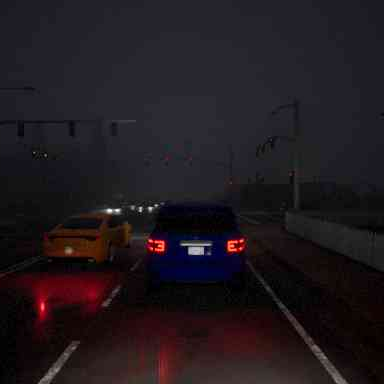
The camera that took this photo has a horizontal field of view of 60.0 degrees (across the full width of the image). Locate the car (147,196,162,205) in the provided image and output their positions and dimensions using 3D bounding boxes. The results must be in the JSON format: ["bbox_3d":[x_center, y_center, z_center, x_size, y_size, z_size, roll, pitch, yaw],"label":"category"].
[{"bbox_3d":[-6.885,1.547,61.238,2.033,1.411,5.357,0,0,1],"label":"car"}]

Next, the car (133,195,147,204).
[{"bbox_3d":[-10.328,1.477,66.152,1.882,1.535,5.008,0,0,0],"label":"car"}]

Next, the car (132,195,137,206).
[{"bbox_3d":[-10.416,1.352,56.178,2.097,1.767,4.553,0,0,0],"label":"car"}]

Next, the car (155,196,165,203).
[{"bbox_3d":[-6.789,1.524,71.176,1.812,1.442,4.674,0,0,0],"label":"car"}]

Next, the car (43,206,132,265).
[{"bbox_3d":[-3.389,1.478,11.686,1.882,1.535,5.008,0,0,0],"label":"car"}]

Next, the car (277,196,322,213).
[{"bbox_3d":[11.573,1.353,36.126,4.553,1.767,2.097,0,0,-1],"label":"car"}]

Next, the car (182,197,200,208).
[{"bbox_3d":[-0.126,1.547,49.213,2.033,1.411,5.357,0,0,7],"label":"car"}]

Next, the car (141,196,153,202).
[{"bbox_3d":[-10.274,1.595,76.149,1.895,1.301,4.718,0,0,0],"label":"car"}]

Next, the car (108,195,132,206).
[{"bbox_3d":[-10.454,1.491,47.050,2.128,1.511,4.902,0,0,0],"label":"car"}]

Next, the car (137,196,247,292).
[{"bbox_3d":[0.089,1.221,9.061,2.150,2.045,5.566,0,0,0],"label":"car"}]

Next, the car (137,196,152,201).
[{"bbox_3d":[-6.927,1.526,51.649,1.812,1.442,4.674,0,0,0],"label":"car"}]
